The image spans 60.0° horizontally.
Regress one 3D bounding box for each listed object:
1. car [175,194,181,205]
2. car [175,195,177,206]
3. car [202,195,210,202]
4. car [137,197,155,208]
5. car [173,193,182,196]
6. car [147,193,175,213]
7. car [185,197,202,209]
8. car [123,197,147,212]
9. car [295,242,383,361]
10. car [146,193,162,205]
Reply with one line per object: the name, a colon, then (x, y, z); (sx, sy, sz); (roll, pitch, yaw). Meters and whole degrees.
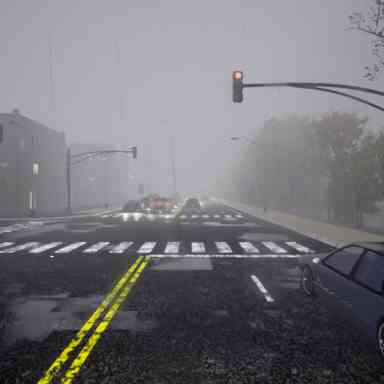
car: (-3.383, 1.484, 55.643); (2.128, 1.511, 4.902); (0, 0, 0)
car: (-3.369, 1.499, 45.380); (1.837, 1.490, 4.892); (0, 0, 0)
car: (3.149, 1.470, 78.813); (1.882, 1.535, 5.008); (0, 0, 0)
car: (-6.623, 1.499, 48.422); (1.837, 1.490, 4.892); (0, 0, 0)
car: (-3.327, 1.215, 69.295); (2.150, 2.045, 5.566); (0, 0, 0)
car: (-3.350, 1.347, 36.509); (2.097, 1.767, 4.553); (0, 0, 0)
car: (0.086, 1.519, 44.328); (1.812, 1.442, 4.674); (0, 0, 0)
car: (-6.603, 1.558, 38.027); (1.994, 1.385, 4.181); (0, 0, 0)
car: (3.353, 1.546, 5.448); (2.033, 1.411, 5.357); (0, 0, 0)
car: (-6.629, 1.215, 58.941); (2.150, 2.045, 5.566); (0, 0, 0)
